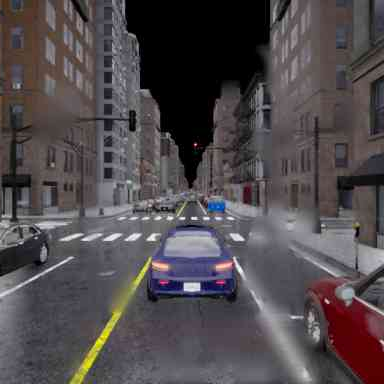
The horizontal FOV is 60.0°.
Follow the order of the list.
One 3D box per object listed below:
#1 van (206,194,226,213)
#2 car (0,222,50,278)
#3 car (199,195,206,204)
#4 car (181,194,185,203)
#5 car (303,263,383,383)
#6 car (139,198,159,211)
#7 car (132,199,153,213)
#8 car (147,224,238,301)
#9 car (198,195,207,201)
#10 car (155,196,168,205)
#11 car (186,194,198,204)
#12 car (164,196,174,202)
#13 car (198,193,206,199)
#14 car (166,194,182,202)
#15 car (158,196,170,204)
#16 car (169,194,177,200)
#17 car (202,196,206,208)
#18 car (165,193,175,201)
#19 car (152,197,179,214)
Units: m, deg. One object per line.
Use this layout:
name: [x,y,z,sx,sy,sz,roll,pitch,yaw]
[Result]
van: [2.678,1.339,36.070,1.690,1.788,3.998,0,0,0]
car: [-5.378,1.551,8.989,2.008,1.369,4.403,0,0,0]
car: [2.704,1.575,58.795,1.802,1.307,4.206,0,0,0]
car: [-2.698,1.552,66.553,1.994,1.385,4.181,0,0,1]
car: [2.640,1.440,3.470,1.967,1.590,4.097,0,0,0]
car: [-5.341,1.542,41.752,1.887,1.381,4.507,0,0,0]
car: [-5.348,1.549,36.071,2.008,1.369,4.403,0,0,0]
car: [0.013,1.526,8.220,1.812,1.442,4.674,0,0,0]
car: [2.737,1.522,87.201,2.008,1.369,4.403,0,0,0]
car: [-5.321,1.518,58.628,1.752,1.417,4.829,0,0,0]
car: [0.126,1.535,65.820,2.033,1.411,5.357,0,0,0]
car: [-5.302,1.546,75.844,1.947,1.339,4.313,0,0,0]
car: [2.711,1.304,64.477,2.192,1.841,5.009,0,0,0]
car: [-2.794,1.501,47.713,1.837,1.490,4.892,0,0,0]
car: [-5.314,1.555,64.480,1.947,1.339,4.313,0,0,0]
car: [-5.282,1.408,92.889,1.967,1.590,4.097,0,0,0]
car: [2.691,1.579,47.432,1.802,1.307,4.206,0,0,0]
car: [-5.295,1.291,81.525,2.192,1.841,5.009,0,0,0]
car: [-2.809,1.562,35.963,1.994,1.385,4.181,0,0,0]
